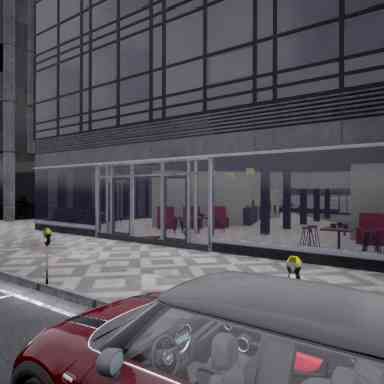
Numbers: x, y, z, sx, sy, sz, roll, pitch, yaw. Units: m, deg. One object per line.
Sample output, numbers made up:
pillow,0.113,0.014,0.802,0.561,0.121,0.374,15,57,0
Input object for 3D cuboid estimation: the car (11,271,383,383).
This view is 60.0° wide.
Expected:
car,0.243,1.440,2.789,4.097,1.590,1.967,0,0,36
